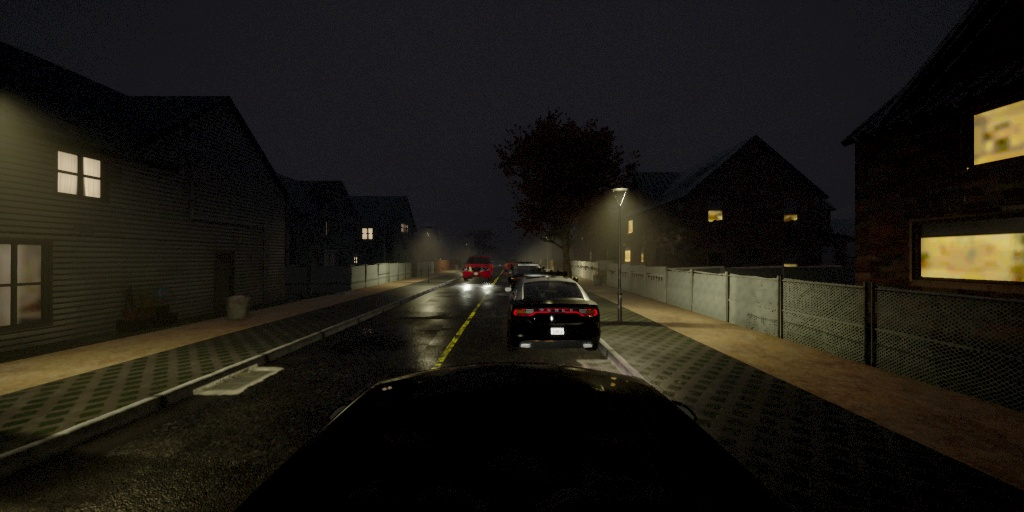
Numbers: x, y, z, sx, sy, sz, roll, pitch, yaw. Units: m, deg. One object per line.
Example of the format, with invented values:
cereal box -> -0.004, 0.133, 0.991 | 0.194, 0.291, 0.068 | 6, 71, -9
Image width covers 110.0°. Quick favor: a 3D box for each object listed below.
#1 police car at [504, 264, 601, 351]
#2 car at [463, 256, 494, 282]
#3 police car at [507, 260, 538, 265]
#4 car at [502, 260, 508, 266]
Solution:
police car -> 0.839, 1.178, 9.165 | 1.930, 1.638, 5.238 | 0, 0, 0
car -> -2.696, 0.987, 29.637 | 2.150, 2.045, 5.566 | 0, 0, 0
police car -> 0.858, 1.184, 19.165 | 1.930, 1.638, 5.238 | 0, 0, 0
car -> 0.130, 1.210, 47.979 | 2.097, 1.767, 4.553 | 0, 0, 1
